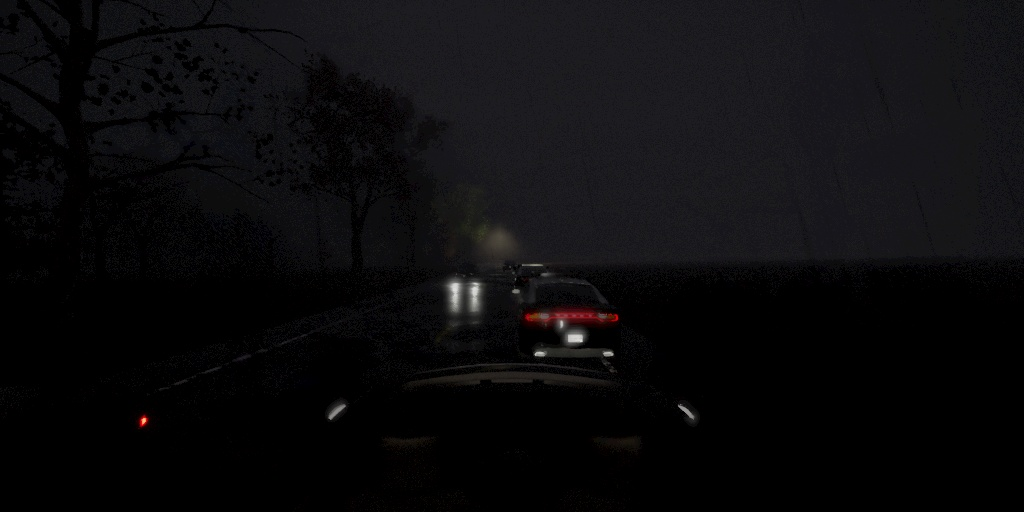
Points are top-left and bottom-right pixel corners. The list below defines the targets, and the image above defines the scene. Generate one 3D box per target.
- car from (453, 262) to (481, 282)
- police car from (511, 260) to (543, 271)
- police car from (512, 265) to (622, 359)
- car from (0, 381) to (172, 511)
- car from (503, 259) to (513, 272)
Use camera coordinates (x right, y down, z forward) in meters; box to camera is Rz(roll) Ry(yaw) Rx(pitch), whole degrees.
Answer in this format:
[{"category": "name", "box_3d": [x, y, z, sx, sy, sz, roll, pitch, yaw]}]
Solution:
[{"category": "car", "box_3d": [-3.583, 1.267, 29.041, 1.837, 1.490, 4.892, 0, 0, 0]}, {"category": "police car", "box_3d": [1.037, 1.181, 18.592, 1.930, 1.638, 5.238, 0, 0, 0]}, {"category": "police car", "box_3d": [1.059, 1.176, 8.582, 1.930, 1.638, 5.238, 0, 0, 0]}, {"category": "car", "box_3d": [-3.603, 1.297, 0.371, 2.033, 1.411, 5.357, 0, 0, 0]}, {"category": "car", "box_3d": [-0.237, 1.345, 47.185, 1.994, 1.385, 4.181, 0, 0, 0]}]
